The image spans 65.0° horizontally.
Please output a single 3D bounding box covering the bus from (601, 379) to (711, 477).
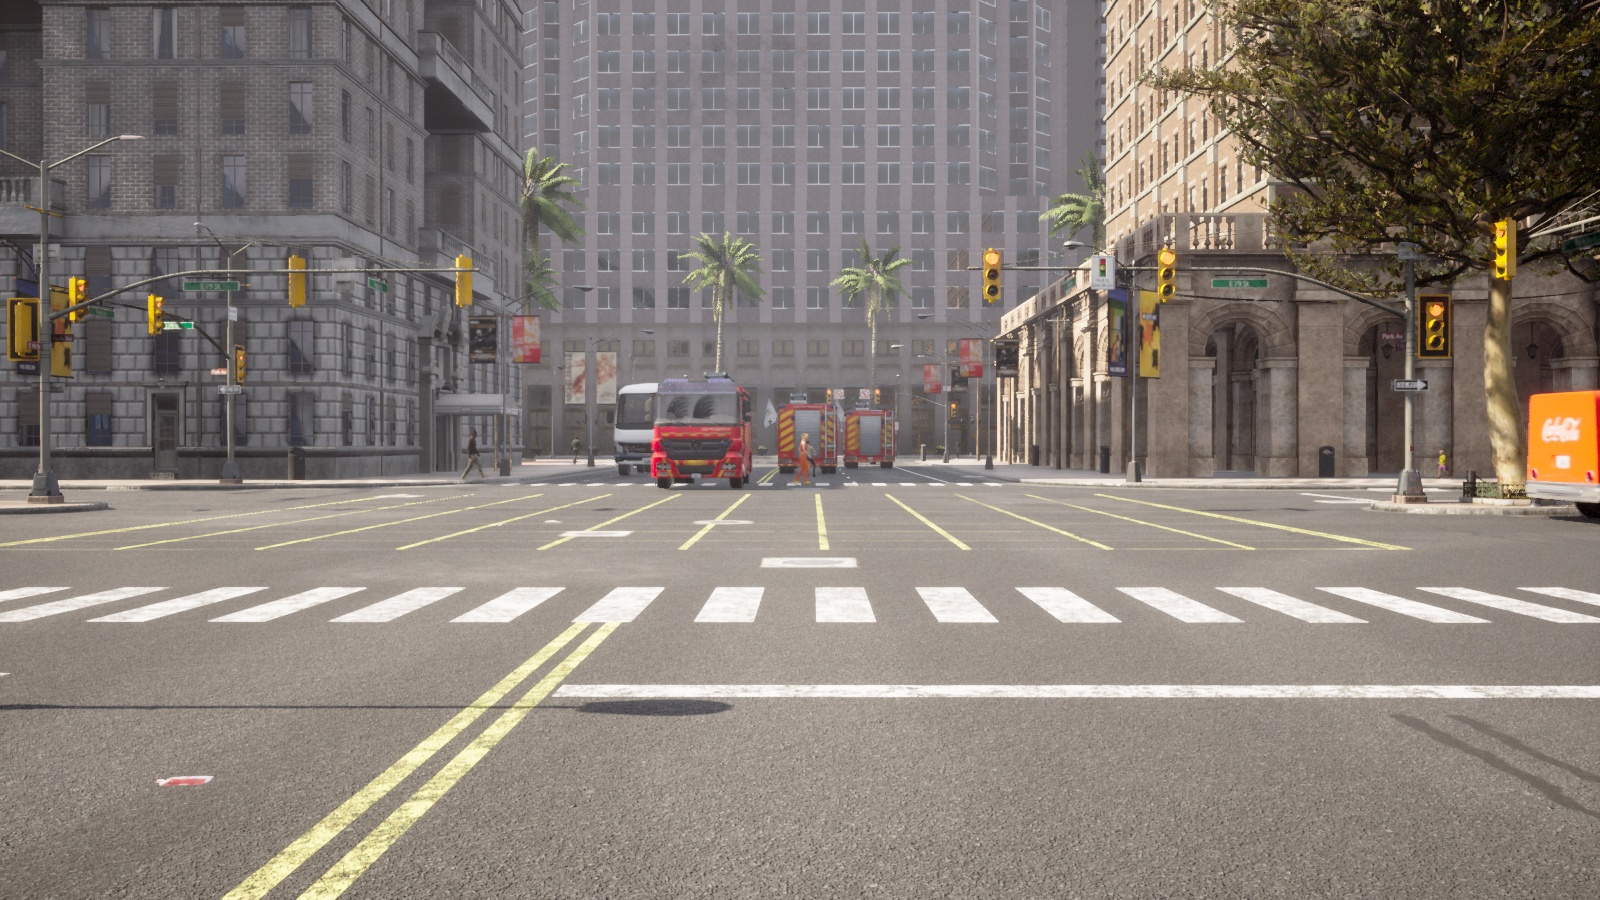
[{"bbox_3d":[-6.638,-0.973,59.893,3.944,4.253,10.273,0,0,1],"label":"bus"}]

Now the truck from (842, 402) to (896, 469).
[{"bbox_3d":[4.085,-0.844,76.003,2.891,3.827,8.468,0,0,1],"label":"truck"}]

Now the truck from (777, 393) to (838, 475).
[{"bbox_3d":[0.391,-0.775,63.232,2.891,3.827,8.468,0,0,0],"label":"truck"}]

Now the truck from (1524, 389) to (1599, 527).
[{"bbox_3d":[16.895,0.141,23.457,5.204,2.467,2.627,0,0,2],"label":"truck"}]

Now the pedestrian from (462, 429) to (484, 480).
[{"bbox_3d":[-11.768,0.153,45.209,0.703,1.840,0.431,0,0,-1],"label":"pedestrian"}]

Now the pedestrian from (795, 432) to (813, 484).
[{"bbox_3d":[0.143,0.288,44.417,0.594,1.836,0.345,0,0,-3],"label":"pedestrian"}]

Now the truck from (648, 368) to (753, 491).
[{"bbox_3d":[-3.232,-0.664,43.178,2.891,3.827,8.468,0,0,0],"label":"truck"}]

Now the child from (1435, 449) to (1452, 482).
[{"bbox_3d":[23.011,0.548,44.902,0.473,1.160,0.299,0,0,0],"label":"child"}]
